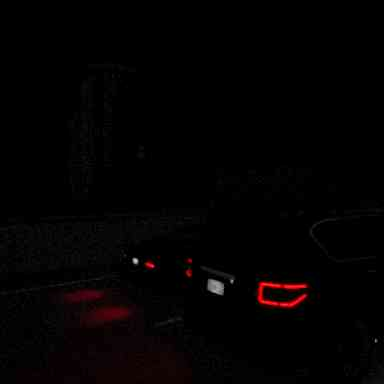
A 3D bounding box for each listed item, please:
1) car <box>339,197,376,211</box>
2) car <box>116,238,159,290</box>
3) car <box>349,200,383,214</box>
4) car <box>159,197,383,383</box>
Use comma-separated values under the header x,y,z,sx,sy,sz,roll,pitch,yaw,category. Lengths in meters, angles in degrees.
x,y,z,sx,sy,sz,roll,pitch,yaw,category
19.807,1.361,39.712,5.008,1.535,1.882,0,0,-37,car
0.819,1.533,8.628,5.357,1.411,2.033,0,0,-35,car
18.366,1.497,34.306,4.718,1.301,1.895,0,0,-36,car
2.463,1.208,5.501,5.566,2.045,2.150,0,0,-35,car
